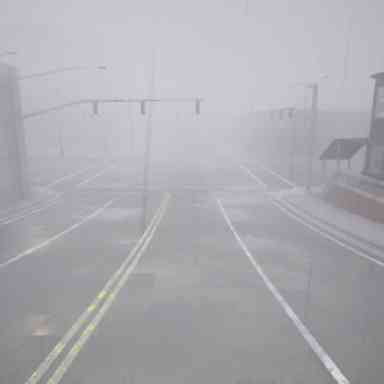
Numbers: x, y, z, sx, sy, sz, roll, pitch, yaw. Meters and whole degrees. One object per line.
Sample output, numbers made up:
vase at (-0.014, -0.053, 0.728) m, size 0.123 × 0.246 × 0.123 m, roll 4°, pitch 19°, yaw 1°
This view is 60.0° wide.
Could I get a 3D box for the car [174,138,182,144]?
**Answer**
car at (-3.487, -12.775, 82.531) m, size 2.033 × 1.411 × 5.357 m, roll 0°, pitch 12°, yaw 0°
